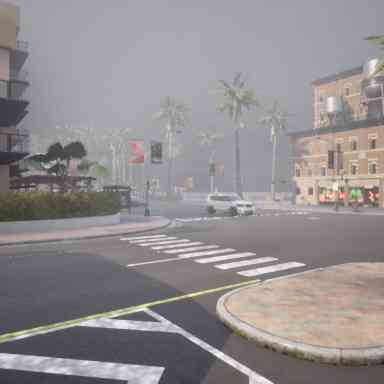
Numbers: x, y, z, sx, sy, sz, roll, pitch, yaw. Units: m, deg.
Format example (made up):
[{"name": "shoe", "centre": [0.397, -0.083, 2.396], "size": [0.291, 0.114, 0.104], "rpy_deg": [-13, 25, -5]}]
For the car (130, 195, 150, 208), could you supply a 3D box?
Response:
[{"name": "car", "centre": [-8.019, 1.548, 48.535], "size": [2.033, 1.411, 5.357], "rpy_deg": [0, 0, -35]}]

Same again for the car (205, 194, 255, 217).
[{"name": "car", "centre": [3.557, 1.222, 32.024], "size": [2.150, 2.045, 5.566], "rpy_deg": [0, 0, -35]}]

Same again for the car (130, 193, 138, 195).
[{"name": "car", "centre": [-12.685, 1.221, 67.362], "size": [2.150, 2.045, 5.566], "rpy_deg": [0, 0, -38]}]
